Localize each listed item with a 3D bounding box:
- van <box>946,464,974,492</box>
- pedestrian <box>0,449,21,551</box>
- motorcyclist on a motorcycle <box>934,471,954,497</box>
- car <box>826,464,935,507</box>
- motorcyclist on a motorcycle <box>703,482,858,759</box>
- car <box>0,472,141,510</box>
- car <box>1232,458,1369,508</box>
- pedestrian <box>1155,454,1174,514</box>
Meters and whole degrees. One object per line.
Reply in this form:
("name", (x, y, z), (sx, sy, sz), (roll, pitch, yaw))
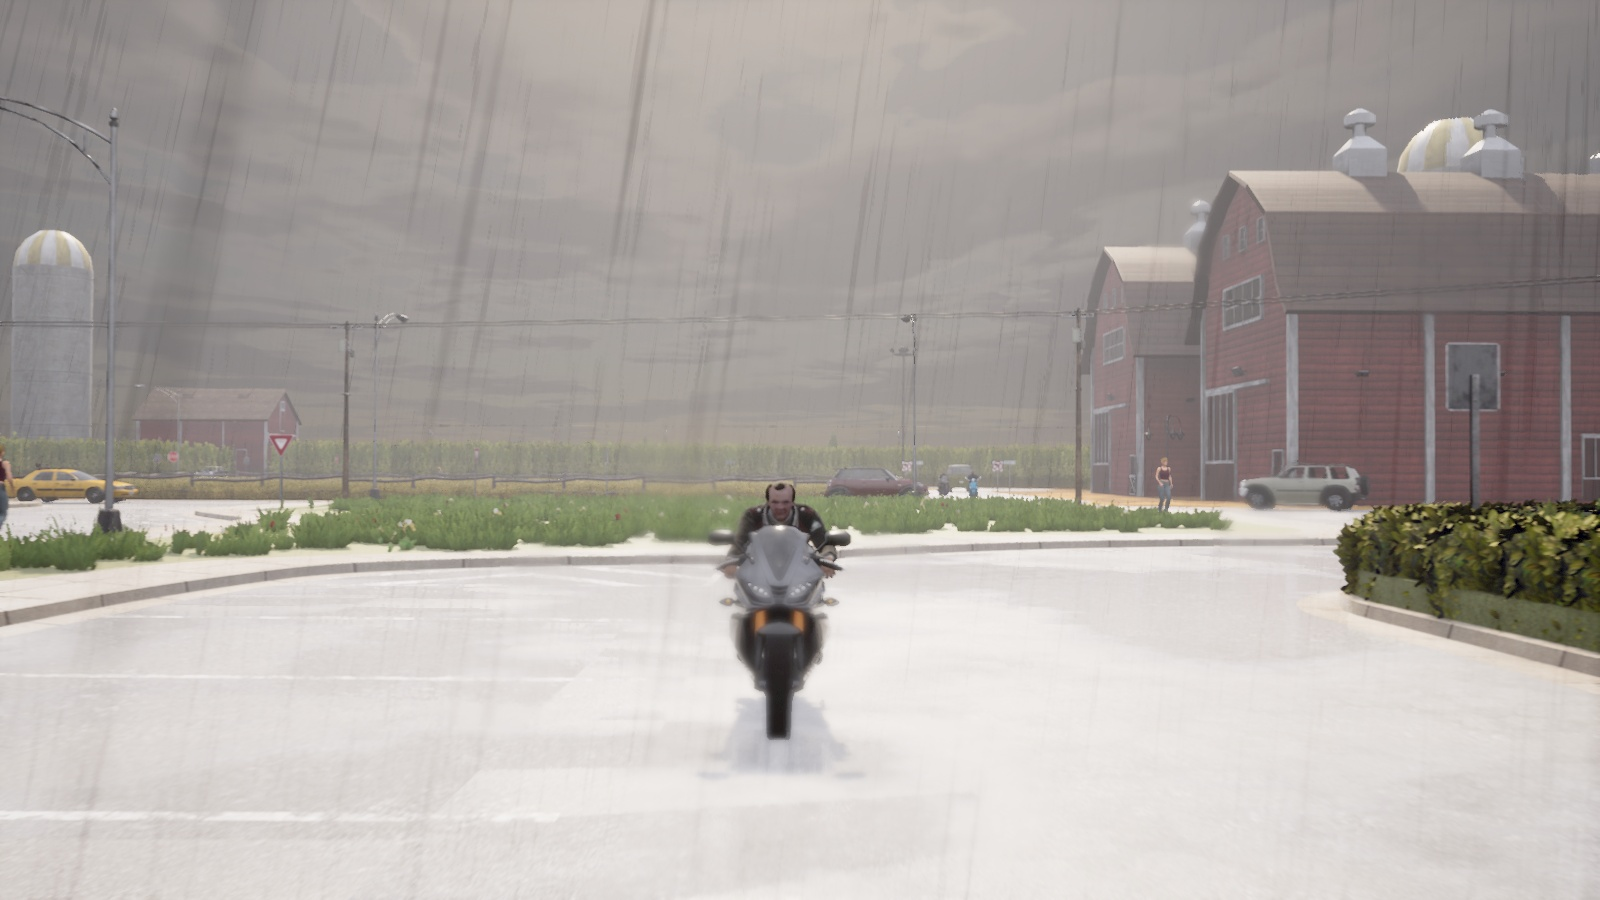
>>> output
("van", (11.711, 2.017, 92.012), (1.775, 1.987, 4.442), (-1, -1, 4))
("pedestrian", (-14.481, 0.897, 22.777), (0.345, 1.836, 0.594), (0, -1, -2))
("motorcyclist on a motorcycle", (8.801, 2.064, 76.841), (0.866, 1.530, 2.191), (0, -1, -3))
("car", (3.466, 1.528, 53.937), (4.553, 1.767, 2.097), (-1, -1, 4))
("motorcyclist on a motorcycle", (-0.118, 0.982, 8.153), (0.866, 1.530, 2.191), (0, -1, -1))
("car", (-31.516, 1.756, 54.043), (5.366, 1.575, 1.801), (0, -1, 0))
("car", (19.409, 1.283, 48.771), (4.605, 1.855, 1.932), (-1, -1, 33))
("pedestrian", (11.149, 1.034, 38.392), (0.345, 1.836, 0.594), (0, -1, -7))
